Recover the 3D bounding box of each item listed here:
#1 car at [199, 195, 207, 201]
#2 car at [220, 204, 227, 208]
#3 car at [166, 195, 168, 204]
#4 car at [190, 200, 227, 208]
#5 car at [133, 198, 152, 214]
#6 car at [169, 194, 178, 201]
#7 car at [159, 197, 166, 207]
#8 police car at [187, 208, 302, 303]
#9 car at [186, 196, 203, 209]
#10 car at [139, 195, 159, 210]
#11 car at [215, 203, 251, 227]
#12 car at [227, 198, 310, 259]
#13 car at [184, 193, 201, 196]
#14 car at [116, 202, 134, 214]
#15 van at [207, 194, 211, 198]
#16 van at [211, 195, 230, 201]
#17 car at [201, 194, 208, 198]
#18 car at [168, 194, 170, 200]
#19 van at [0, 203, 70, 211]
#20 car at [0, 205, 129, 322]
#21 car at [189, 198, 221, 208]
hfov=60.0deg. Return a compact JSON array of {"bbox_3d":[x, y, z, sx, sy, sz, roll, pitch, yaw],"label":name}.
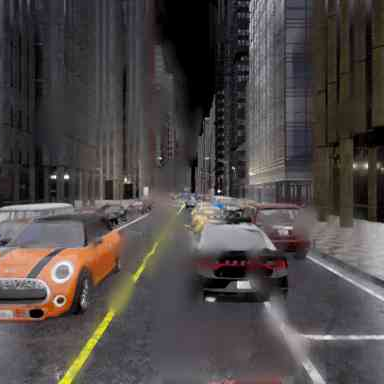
[{"bbox_3d":[2.964,1.578,89.899,2.008,1.369,4.403,0,0,0],"label":"car"},{"bbox_3d":[2.801,1.566,18.095,1.947,1.339,4.313,0,0,0],"label":"car"},{"bbox_3d":[-5.634,1.590,57.426,1.802,1.307,4.206,0,0,0],"label":"car"},{"bbox_3d":[0.925,1.456,18.493,1.801,1.575,5.366,0,0,0],"label":"car"},{"bbox_3d":[-5.685,1.584,34.953,1.802,1.307,4.206,0,0,0],"label":"car"},{"bbox_3d":[-5.561,1.342,89.899,2.192,1.841,5.009,0,0,0],"label":"car"},{"bbox_3d":[-5.647,1.551,51.808,1.887,1.381,4.507,0,0,0],"label":"car"},{"bbox_3d":[0.917,1.425,8.413,1.930,1.638,5.238,0,0,0],"label":"police car"},{"bbox_3d":[0.137,1.568,45.624,1.994,1.385,4.181,0,0,0],"label":"car"},{"bbox_3d":[-5.673,1.318,40.571,2.192,1.841,5.009,0,0,0],"label":"car"},{"bbox_3d":[2.814,1.551,23.714,2.008,1.369,4.403,0,0,0],"label":"car"},{"bbox_3d":[2.788,1.315,12.476,2.192,1.841,5.009,0,0,0],"label":"car"},{"bbox_3d":[0.137,1.231,60.951,2.150,2.045,5.566,0,0,0],"label":"car"},{"bbox_3d":[-5.711,1.566,23.716,1.947,1.339,4.313,0,0,0],"label":"car"},{"bbox_3d":[2.839,1.343,34.951,1.690,1.788,3.998,0,0,0],"label":"van"},{"bbox_3d":[2.827,1.342,29.333,1.690,1.788,3.998,0,0,0],"label":"van"},{"bbox_3d":[2.903,1.325,63.045,2.192,1.841,5.009,0,0,0],"label":"car"},{"bbox_3d":[-5.621,1.592,63.045,1.802,1.307,4.206,0,0,0],"label":"car"},{"bbox_3d":[-5.737,1.341,12.479,1.690,1.788,3.998,0,0,0],"label":"van"},{"bbox_3d":[-2.985,1.352,7.534,2.097,1.767,4.553,0,0,0],"label":"car"},{"bbox_3d":[0.907,1.456,24.493,1.801,1.575,5.366,0,0,0],"label":"car"}]
